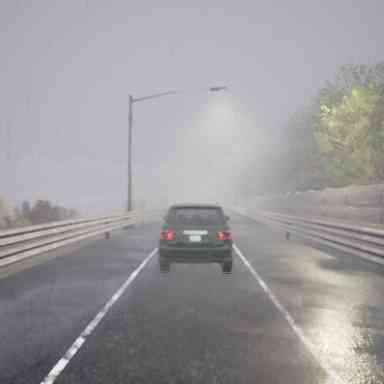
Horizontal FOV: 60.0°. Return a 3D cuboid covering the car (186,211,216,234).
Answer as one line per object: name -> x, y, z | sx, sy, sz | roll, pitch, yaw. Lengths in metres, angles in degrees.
car -> 0.685, 2.112, 23.664 | 1.994, 1.385, 4.181 | 0, -2, 3

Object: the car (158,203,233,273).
car -> 0.148, 1.405, 11.499 | 2.150, 2.045, 5.566 | 0, -2, 1

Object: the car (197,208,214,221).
car -> 1.683, 2.639, 39.762 | 1.895, 1.301, 4.718 | 0, -2, 4
